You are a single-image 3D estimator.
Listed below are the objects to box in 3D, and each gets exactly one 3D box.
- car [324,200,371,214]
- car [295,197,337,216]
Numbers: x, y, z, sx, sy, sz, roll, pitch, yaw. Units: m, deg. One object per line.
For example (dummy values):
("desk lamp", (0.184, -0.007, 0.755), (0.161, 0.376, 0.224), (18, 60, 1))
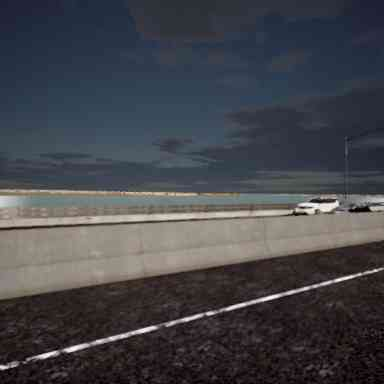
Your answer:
("car", (15.325, 1.824, 32.063), (4.902, 1.511, 2.128), (1, 0, -35))
("car", (13.273, 1.556, 34.902), (5.566, 2.045, 2.150), (1, 0, -35))
